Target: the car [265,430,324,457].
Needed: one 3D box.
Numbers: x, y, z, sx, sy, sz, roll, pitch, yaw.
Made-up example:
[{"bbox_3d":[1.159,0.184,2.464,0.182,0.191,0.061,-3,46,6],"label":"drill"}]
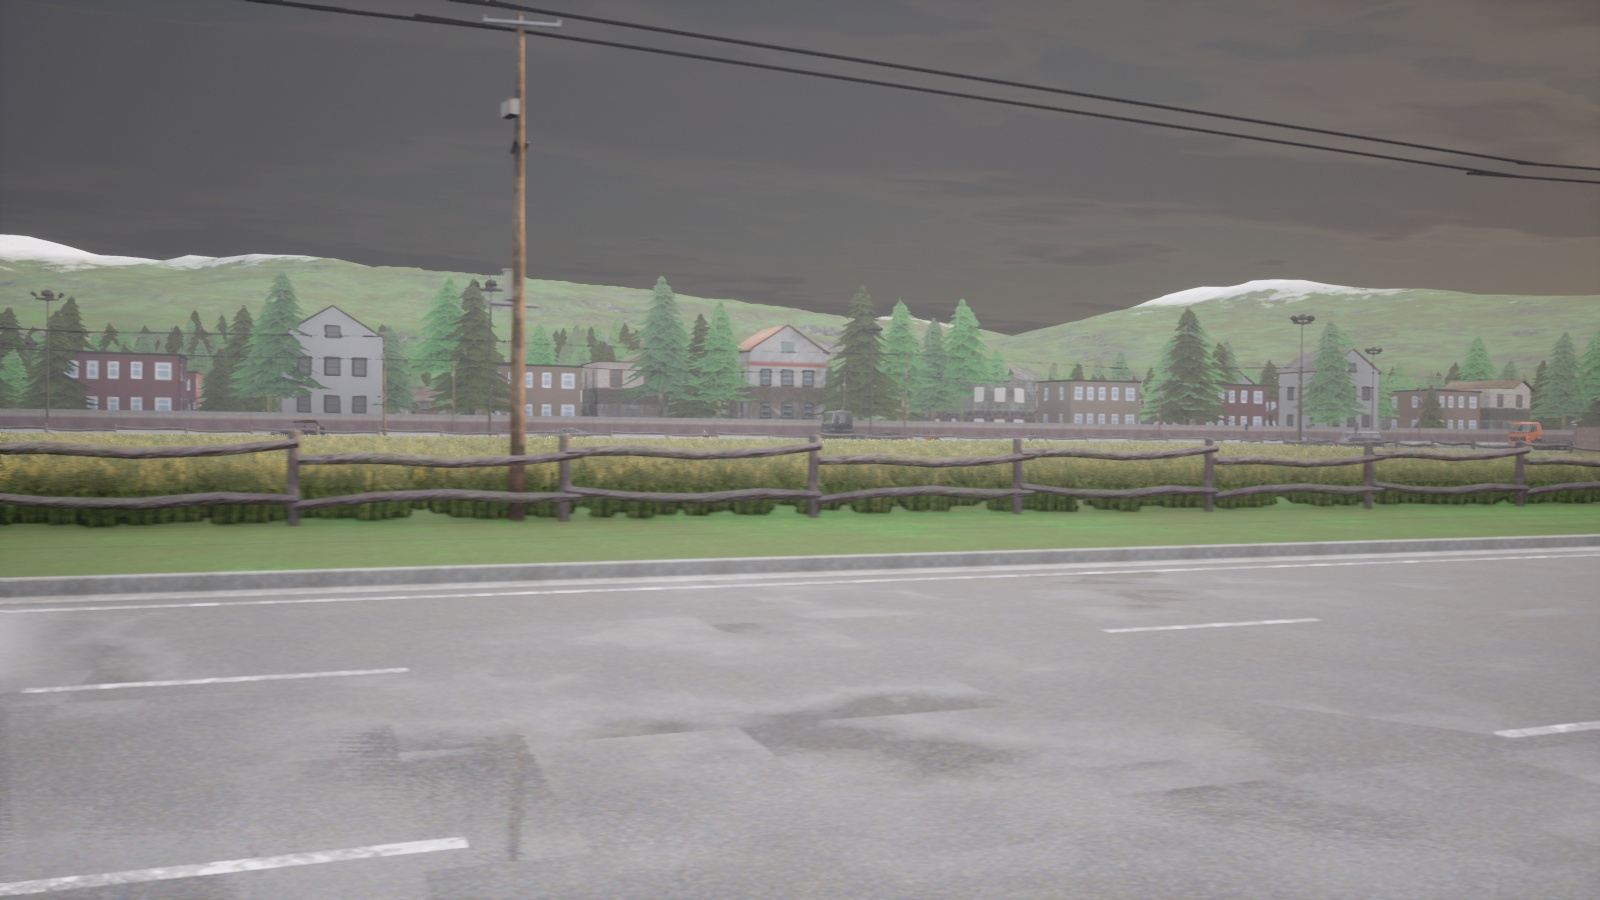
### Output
[{"bbox_3d":[-35.874,-0.470,89.201,3.866,1.878,1.905,-1,1,-21],"label":"car"}]
